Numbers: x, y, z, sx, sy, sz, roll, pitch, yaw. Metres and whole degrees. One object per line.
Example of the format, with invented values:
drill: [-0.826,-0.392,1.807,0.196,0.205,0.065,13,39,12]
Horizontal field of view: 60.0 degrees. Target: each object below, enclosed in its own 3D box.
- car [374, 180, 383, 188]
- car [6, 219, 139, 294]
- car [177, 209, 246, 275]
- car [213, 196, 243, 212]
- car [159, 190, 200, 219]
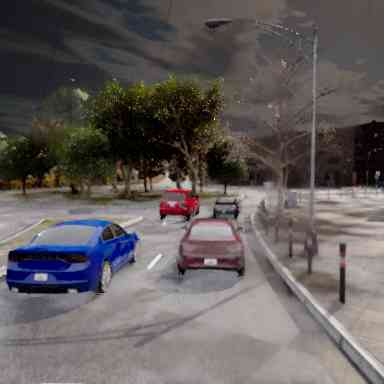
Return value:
car: [38.444,-1.598,65.948,2.185,1.767,4.553,-1,4,-12]
car: [-2.742,1.456,8.829,1.882,1.535,5.008,0,0,3]
car: [0.628,1.507,10.341,1.812,1.442,4.674,0,0,4]
car: [2.821,1.069,25.795,2.128,1.511,4.902,1,3,13]
car: [-0.802,0.843,24.459,2.150,2.045,5.566,1,3,11]
